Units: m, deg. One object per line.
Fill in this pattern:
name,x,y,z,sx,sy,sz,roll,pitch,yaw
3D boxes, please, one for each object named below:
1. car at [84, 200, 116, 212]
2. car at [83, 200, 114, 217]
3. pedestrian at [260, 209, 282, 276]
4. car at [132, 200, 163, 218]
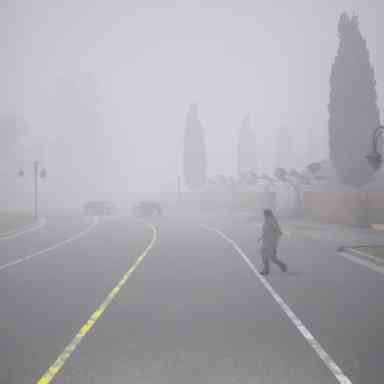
car,-11.491,1.706,41.574,4.181,1.385,1.994,-1,-1,44
car,-9.335,1.563,32.795,1.837,1.490,4.892,1,-1,-33
pedestrian,2.132,1.295,9.021,0.375,1.860,0.375,0,0,0
car,-4.254,1.549,31.155,1.837,1.490,4.892,0,-1,-25
